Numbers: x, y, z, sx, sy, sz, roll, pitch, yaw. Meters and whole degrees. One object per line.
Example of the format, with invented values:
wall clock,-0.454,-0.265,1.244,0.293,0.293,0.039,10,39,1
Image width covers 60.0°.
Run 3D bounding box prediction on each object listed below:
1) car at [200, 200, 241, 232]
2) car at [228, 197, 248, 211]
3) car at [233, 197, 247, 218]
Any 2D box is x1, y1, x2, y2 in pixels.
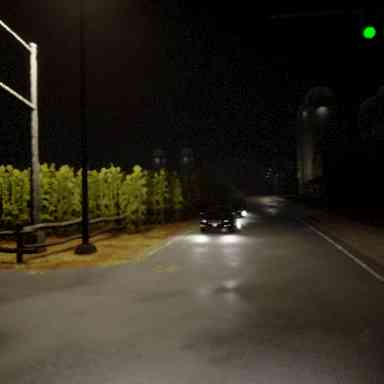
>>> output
car,1.678,1.483,19.993,1.837,1.490,4.892,-1,0,11
car,5.670,1.409,40.412,2.128,1.511,4.902,-1,0,11
car,3.647,1.496,30.109,2.033,1.411,5.357,-1,0,10
